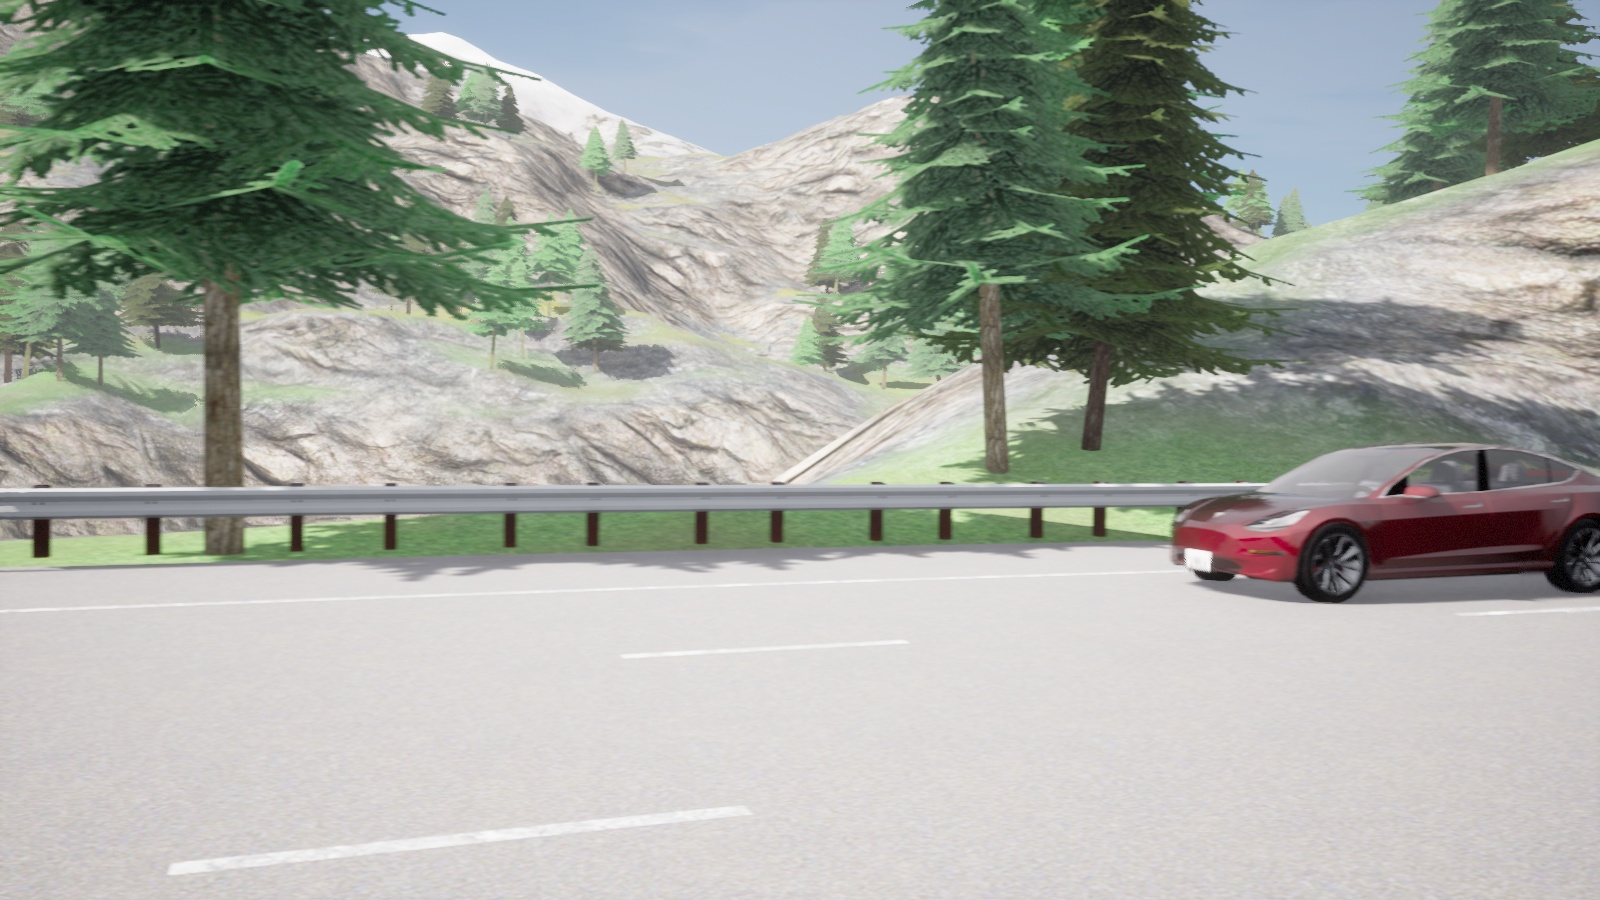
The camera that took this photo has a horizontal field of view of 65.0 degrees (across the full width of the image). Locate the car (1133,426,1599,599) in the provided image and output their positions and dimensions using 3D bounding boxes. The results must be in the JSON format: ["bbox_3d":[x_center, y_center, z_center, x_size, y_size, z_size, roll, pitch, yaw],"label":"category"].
[{"bbox_3d":[6.097,0.520,12.812,4.792,1.488,2.163,-1,1,-18],"label":"car"}]
